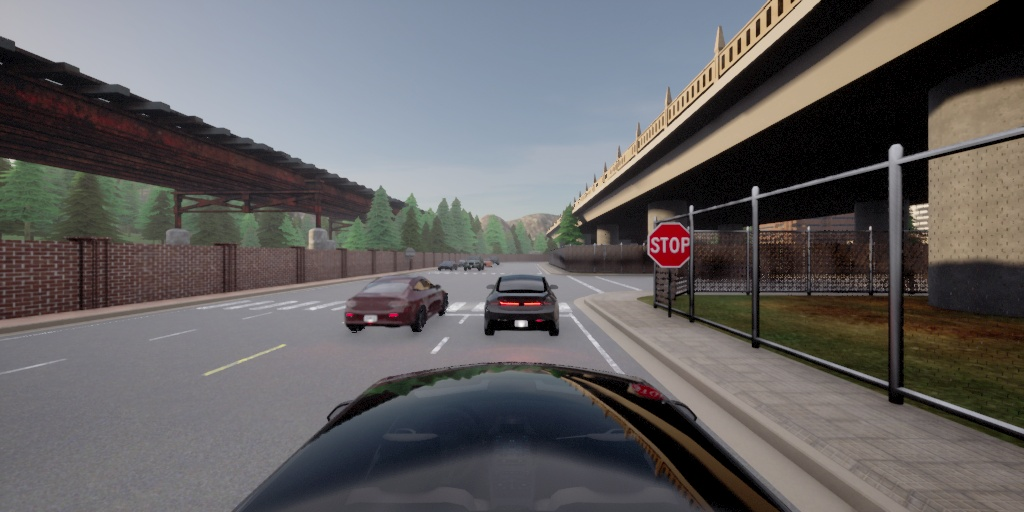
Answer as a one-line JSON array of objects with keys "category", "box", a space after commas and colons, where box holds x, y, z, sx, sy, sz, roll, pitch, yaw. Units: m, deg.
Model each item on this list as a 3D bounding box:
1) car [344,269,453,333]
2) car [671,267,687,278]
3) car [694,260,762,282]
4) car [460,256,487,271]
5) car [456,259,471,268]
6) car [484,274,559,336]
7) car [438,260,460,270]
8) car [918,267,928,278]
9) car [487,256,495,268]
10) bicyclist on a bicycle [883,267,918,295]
[{"category": "car", "box": [-3.202, 1.275, 10.617, 1.812, 1.442, 4.674, 0, 0, 2]}, {"category": "car", "box": [16.528, 1.312, 32.220, 4.181, 1.385, 1.994, 0, 0, 2]}, {"category": "car", "box": [17.213, 1.101, 28.694, 4.553, 1.767, 2.097, 0, 0, 2]}, {"category": "car", "box": [-5.107, 0.969, 48.782, 2.150, 2.045, 5.566, 0, 0, 3]}, {"category": "car", "box": [-8.094, 1.273, 60.092, 1.812, 1.442, 4.674, 0, 0, 3]}, {"category": "car", "box": [0.291, 1.254, 10.381, 1.837, 1.490, 4.892, 0, 0, 2]}, {"category": "car", "box": [-8.609, 1.295, 48.759, 2.033, 1.411, 5.357, 0, 0, 3]}, {"category": "car", "box": [38.730, 1.253, 31.428, 4.892, 1.490, 1.837, 0, 0, 2]}, {"category": "car", "box": [-4.610, 1.099, 59.653, 2.097, 1.767, 4.553, 0, 0, 4]}, {"category": "bicyclist on a bicycle", "box": [19.085, 1.050, 17.639, 0.582, 1.620, 1.656, 0, 0, 2]}]
